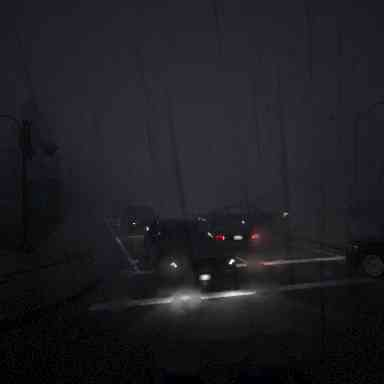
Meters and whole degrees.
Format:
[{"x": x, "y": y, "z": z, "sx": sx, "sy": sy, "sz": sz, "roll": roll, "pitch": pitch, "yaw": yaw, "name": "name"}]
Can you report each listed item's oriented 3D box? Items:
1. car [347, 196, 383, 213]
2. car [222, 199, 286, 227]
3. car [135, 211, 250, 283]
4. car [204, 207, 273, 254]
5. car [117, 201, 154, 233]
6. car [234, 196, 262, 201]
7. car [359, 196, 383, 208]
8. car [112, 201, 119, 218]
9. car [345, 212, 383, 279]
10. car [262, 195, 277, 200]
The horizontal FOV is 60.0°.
[{"x": 15.588, "y": 1.356, "z": 29.211, "sx": 1.970, "sy": 1.475, "sz": 3.806, "roll": 0, "pitch": 0, "yaw": -17, "name": "car"}, {"x": 2.846, "y": 1.467, "z": 19.897, "sx": 5.357, "sy": 1.411, "sz": 2.033, "roll": -3, "pitch": 1, "yaw": -15, "name": "car"}, {"x": -0.370, "y": 1.543, "z": 10.116, "sx": 2.033, "sy": 1.411, "sz": 5.357, "roll": 0, "pitch": 0, "yaw": -15, "name": "car"}, {"x": 1.349, "y": 1.538, "z": 13.396, "sx": 2.033, "sy": 1.411, "sz": 5.357, "roll": 0, "pitch": 0, "yaw": -4, "name": "car"}, {"x": -3.106, "y": 1.529, "z": 19.950, "sx": 2.033, "sy": 1.411, "sz": 5.357, "roll": 0, "pitch": 0, "yaw": -17, "name": "car"}, {"x": 7.347, "y": 1.287, "z": 46.166, "sx": 2.007, "sy": 1.523, "sz": 4.514, "roll": 0, "pitch": 0, "yaw": -17, "name": "car"}, {"x": 23.893, "y": 1.273, "z": 43.200, "sx": 1.845, "sy": 1.501, "sz": 3.633, "roll": 0, "pitch": 0, "yaw": -17, "name": "car"}, {"x": -6.269, "y": 1.515, "z": 30.101, "sx": 2.033, "sy": 1.411, "sz": 5.357, "roll": 0, "pitch": 0, "yaw": -17, "name": "car"}, {"x": 6.532, "y": 1.475, "z": 8.247, "sx": 5.008, "sy": 1.535, "sz": 1.882, "roll": 0, "pitch": 0, "yaw": 39, "name": "car"}, {"x": 10.335, "y": 1.277, "z": 47.123, "sx": 2.152, "sy": 1.636, "sz": 5.027, "roll": 0, "pitch": 0, "yaw": -17, "name": "car"}]
